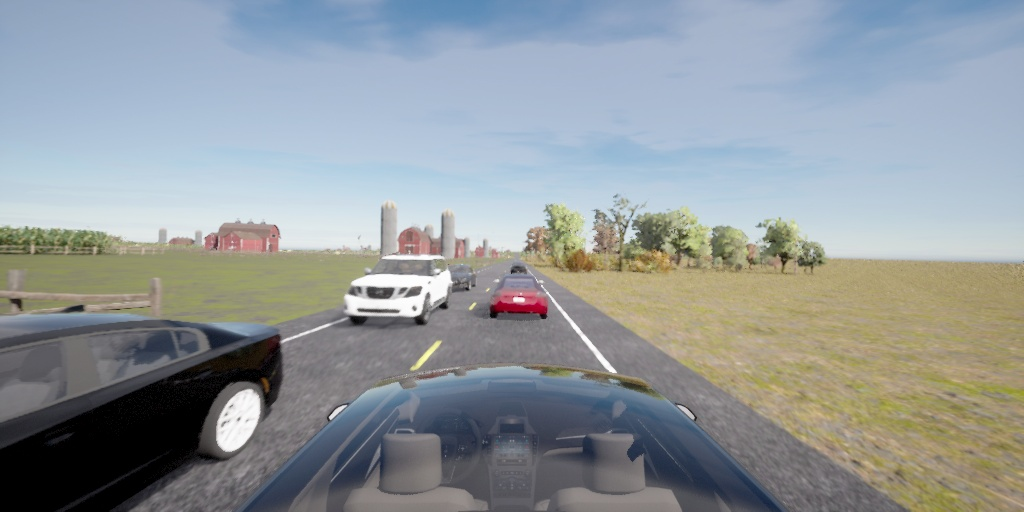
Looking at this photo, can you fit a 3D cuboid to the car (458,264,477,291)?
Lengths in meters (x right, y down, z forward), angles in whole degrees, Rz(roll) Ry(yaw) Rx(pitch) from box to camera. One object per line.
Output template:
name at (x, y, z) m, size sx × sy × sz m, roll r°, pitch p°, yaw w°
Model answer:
car at (-3.292, 1.293, 22.293) m, size 1.837 × 1.490 × 4.892 m, roll 1°, pitch 0°, yaw 1°

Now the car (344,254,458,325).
car at (-3.463, 0.958, 12.131) m, size 2.150 × 2.045 × 5.566 m, roll 1°, pitch 0°, yaw 1°

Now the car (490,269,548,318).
car at (0.252, 1.375, 13.442) m, size 1.994 × 1.385 × 4.181 m, roll 1°, pitch 0°, yaw 1°

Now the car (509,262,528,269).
car at (0.694, 1.458, 40.682) m, size 1.837 × 1.490 × 4.892 m, roll 1°, pitch 0°, yaw 1°

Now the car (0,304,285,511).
car at (-3.631, 1.163, 2.126) m, size 1.882 × 1.535 × 5.008 m, roll 1°, pitch 0°, yaw 1°
